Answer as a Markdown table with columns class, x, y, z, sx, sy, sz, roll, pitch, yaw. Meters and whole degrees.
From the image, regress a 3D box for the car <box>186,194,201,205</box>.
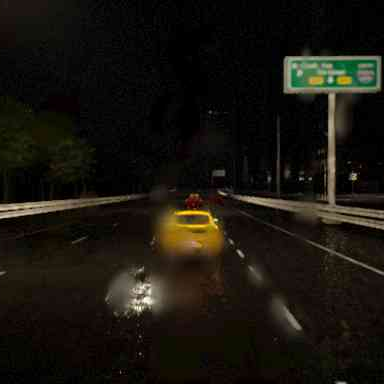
| class | x | y | z | sx | sy | sz | roll | pitch | yaw |
| --- | --- | --- | --- | --- | --- | --- | --- | --- | --- |
| car | 0.174 | 1.374 | 42.559 | 1.882 | 1.535 | 5.008 | 0 | 0 | 0 |

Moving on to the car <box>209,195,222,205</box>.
| class | x | y | z | sx | sy | sz | roll | pitch | yaw |
| --- | --- | --- | --- | --- | --- | --- | --- | --- | --- |
| car | 3.900 | 1.288 | 55.160 | 1.882 | 1.535 | 5.008 | 0 | 1 | 1 |

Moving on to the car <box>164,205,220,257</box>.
| class | x | y | z | sx | sy | sz | roll | pitch | yaw |
| --- | --- | --- | --- | --- | --- | --- | --- | --- | --- |
| car | 0.011 | 1.470 | 12.911 | 1.882 | 1.535 | 5.008 | 0 | 0 | 0 |

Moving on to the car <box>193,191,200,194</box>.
| class | x | y | z | sx | sy | sz | roll | pitch | yaw |
| --- | --- | --- | --- | --- | --- | --- | --- | --- | --- |
| car | 0.528 | 1.144 | 72.551 | 1.882 | 1.535 | 5.008 | 0 | 0 | 1 |
